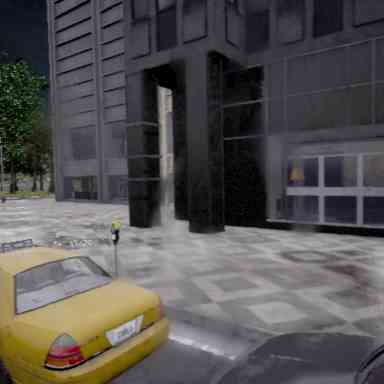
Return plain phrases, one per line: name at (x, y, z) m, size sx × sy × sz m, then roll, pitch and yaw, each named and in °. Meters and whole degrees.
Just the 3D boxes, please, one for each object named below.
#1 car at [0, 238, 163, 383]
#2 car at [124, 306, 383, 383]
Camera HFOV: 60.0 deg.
car at (-2.564, 1.344, 4.682) m, size 4.829 × 1.417 × 1.752 m, roll 1°, pitch 3°, yaw 35°
car at (2.028, 1.416, 1.464) m, size 4.403 × 1.369 × 2.008 m, roll 1°, pitch 3°, yaw 35°
